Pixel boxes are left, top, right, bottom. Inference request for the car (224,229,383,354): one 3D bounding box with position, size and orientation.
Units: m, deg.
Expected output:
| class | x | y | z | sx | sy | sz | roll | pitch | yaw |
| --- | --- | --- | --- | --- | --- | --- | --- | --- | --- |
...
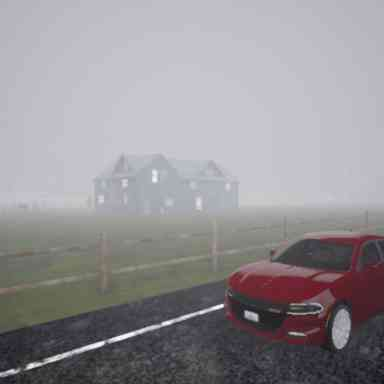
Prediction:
| class | x | y | z | sx | sy | sz | roll | pitch | yaw |
| --- | --- | --- | --- | --- | --- | --- | --- | --- | --- |
| car | 2.763 | 1.540 | 6.478 | 5.008 | 1.535 | 1.882 | 0 | -1 | -40 |
